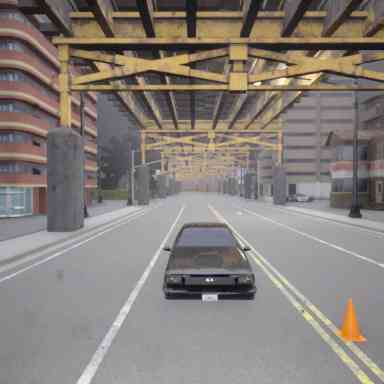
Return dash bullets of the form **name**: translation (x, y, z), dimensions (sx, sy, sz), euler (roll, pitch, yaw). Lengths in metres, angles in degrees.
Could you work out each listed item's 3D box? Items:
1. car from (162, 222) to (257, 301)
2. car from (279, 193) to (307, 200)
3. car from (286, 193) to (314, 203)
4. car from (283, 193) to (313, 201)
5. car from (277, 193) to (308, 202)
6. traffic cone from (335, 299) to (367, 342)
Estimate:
- **car**: translation (0.361, 1.533, 8.748), dimensions (2.033, 1.411, 5.357), euler (0, 0, 1)
- **car**: translation (17.854, 0.800, 58.997), dimensions (4.536, 1.218, 1.853), euler (0, 1, 25)
- **car**: translation (17.459, 1.005, 54.864), dimensions (4.974, 1.542, 2.038), euler (0, 1, -20)
- **car**: translation (17.508, 0.847, 54.880), dimensions (4.536, 1.218, 1.853), euler (0, 1, -20)
- **car**: translation (17.807, 0.958, 59.020), dimensions (4.974, 1.542, 2.038), euler (0, 1, 25)
- **traffic cone**: translation (2.453, 1.949, 5.141), dimensions (0.340, 0.580, 0.340), euler (0, 0, 0)
